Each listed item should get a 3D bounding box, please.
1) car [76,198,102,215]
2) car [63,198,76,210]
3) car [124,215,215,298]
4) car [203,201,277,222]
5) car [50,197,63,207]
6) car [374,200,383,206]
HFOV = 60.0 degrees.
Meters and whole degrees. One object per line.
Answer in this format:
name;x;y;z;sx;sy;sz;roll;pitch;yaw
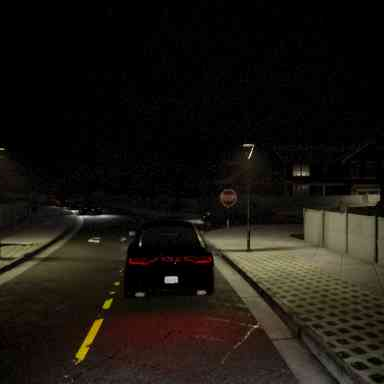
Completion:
car;-10.443;1.477;34.027;1.837;1.490;4.892;0;0;-24
car;-14.909;1.495;42.861;1.812;1.442;4.674;0;0;-30
car;-0.636;1.474;8.626;1.882;1.535;5.008;0;0;-6
car;3.552;1.409;24.819;5.357;1.411;2.033;-1;1;-8
car;-20.371;1.454;51.212;1.882;1.535;5.008;0;0;-36
car;17.754;0.899;27.017;5.566;2.045;2.150;-1;1;-10
